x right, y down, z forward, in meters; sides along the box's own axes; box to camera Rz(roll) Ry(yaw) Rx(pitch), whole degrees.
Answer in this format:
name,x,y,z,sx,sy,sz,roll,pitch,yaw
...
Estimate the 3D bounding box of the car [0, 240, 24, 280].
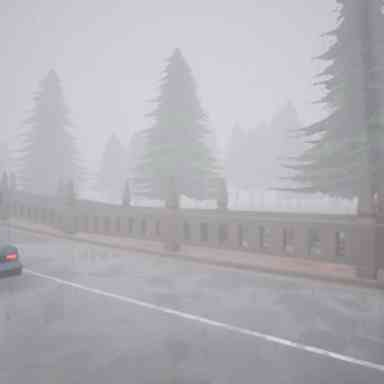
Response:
name,x,y,z,sx,sy,sz,roll,pitch,yaw
car,-6.505,1.496,8.647,5.357,1.411,2.033,2,1,36
